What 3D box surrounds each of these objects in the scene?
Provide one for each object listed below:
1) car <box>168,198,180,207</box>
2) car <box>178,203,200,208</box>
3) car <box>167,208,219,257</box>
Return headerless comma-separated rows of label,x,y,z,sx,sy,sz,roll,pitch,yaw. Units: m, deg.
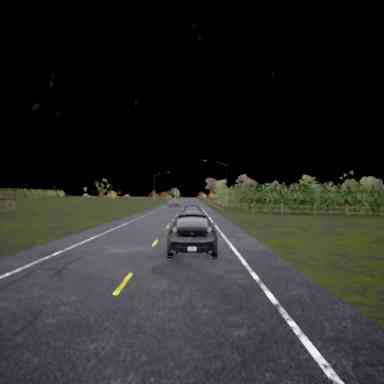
car,-3.511,2.033,65.320,2.097,1.767,4.553,0,-1,1
car,0.026,1.867,28.637,1.994,1.385,4.181,0,-1,0
car,0.021,1.651,13.510,1.837,1.490,4.892,0,0,0
